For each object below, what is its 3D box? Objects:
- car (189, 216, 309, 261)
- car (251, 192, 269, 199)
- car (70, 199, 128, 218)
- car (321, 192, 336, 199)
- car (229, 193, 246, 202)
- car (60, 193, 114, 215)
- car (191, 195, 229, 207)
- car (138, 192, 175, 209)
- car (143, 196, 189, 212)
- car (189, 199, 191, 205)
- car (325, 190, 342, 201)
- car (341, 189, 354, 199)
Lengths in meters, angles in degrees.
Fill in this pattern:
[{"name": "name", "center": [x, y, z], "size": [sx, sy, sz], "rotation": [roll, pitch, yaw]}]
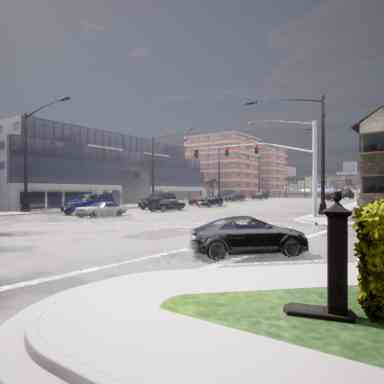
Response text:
[{"name": "car", "center": [1.999, 1.559, 12.008], "size": [4.181, 1.385, 1.994], "rotation": [0, 0, -12]}, {"name": "car", "center": [13.714, 0.733, 66.763], "size": [2.033, 1.411, 5.357], "rotation": [0, 0, 36]}, {"name": "car", "center": [-8.083, 1.555, 29.706], "size": [1.895, 1.301, 4.718], "rotation": [0, 0, 35]}, {"name": "car", "center": [28.629, 0.724, 69.721], "size": [1.812, 1.442, 4.674], "rotation": [0, -1, 35]}, {"name": "car", "center": [7.544, 0.901, 58.079], "size": [2.033, 1.411, 5.357], "rotation": [0, 1, 35]}, {"name": "car", "center": [-10.120, 1.171, 32.903], "size": [2.150, 2.045, 5.566], "rotation": [0, 0, 35]}, {"name": "car", "center": [2.443, 1.217, 44.727], "size": [2.128, 1.511, 4.902], "rotation": [0, 1, 35]}, {"name": "car", "center": [-4.180, 1.072, 41.378], "size": [2.150, 2.045, 5.566], "rotation": [0, 1, 36]}, {"name": "car", "center": [-2.826, 1.493, 37.210], "size": [1.895, 1.301, 4.718], "rotation": [0, 1, 35]}, {"name": "car", "center": [1.423, 1.247, 49.370], "size": [1.895, 1.301, 4.718], "rotation": [0, 2, 35]}, {"name": "car", "center": [23.416, 0.717, 56.015], "size": [1.837, 1.490, 4.892], "rotation": [0, -1, 35]}, {"name": "car", "center": [31.540, 0.426, 67.778], "size": [2.150, 2.045, 5.566], "rotation": [0, -1, 35]}]
